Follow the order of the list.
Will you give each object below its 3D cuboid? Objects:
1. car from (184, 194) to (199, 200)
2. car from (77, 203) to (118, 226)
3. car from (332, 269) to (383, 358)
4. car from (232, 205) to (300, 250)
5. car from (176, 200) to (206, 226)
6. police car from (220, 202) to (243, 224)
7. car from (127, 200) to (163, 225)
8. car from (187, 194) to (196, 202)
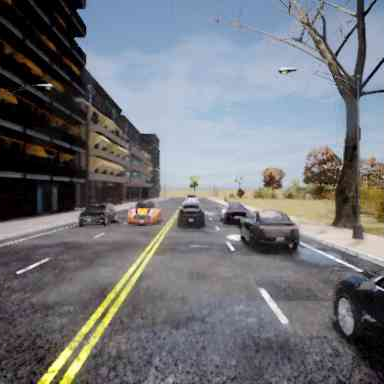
[{"bbox_3d":[-0.019,1.359,53.459,2.150,2.045,5.566,0,0,0],"label":"car"},{"bbox_3d":[-6.614,1.565,23.726,1.837,1.490,4.892,0,0,0],"label":"car"},{"bbox_3d":[3.247,1.514,3.636,1.837,1.490,4.892,0,0,0],"label":"car"},{"bbox_3d":[3.241,1.530,14.636,2.128,1.511,4.902,0,0,0],"label":"car"},{"bbox_3d":[-0.046,1.567,23.961,1.837,1.490,4.892,0,0,0],"label":"car"},{"bbox_3d":[3.235,1.571,25.638,2.038,1.542,4.974,0,0,0],"label":"police car"},{"bbox_3d":[-3.363,1.414,24.517,2.097,1.767,4.553,0,0,0],"label":"car"},{"bbox_3d":[-0.047,1.429,82.928,2.150,2.045,5.566,0,0,0],"label":"car"}]
